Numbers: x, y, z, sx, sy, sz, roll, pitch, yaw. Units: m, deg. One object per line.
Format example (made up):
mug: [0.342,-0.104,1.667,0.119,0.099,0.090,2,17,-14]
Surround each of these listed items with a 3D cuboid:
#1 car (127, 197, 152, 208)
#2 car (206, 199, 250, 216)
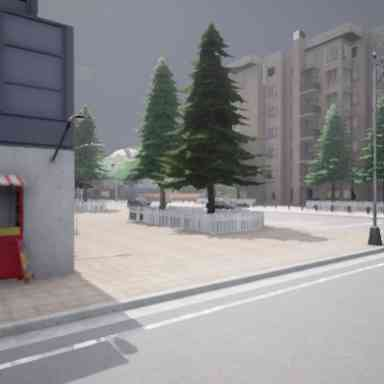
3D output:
car: [-7.302,1.470,46.045,1.837,1.490,4.892,0,0,-36]
car: [3.334,1.427,31.286,2.128,1.511,4.902,0,0,-36]
